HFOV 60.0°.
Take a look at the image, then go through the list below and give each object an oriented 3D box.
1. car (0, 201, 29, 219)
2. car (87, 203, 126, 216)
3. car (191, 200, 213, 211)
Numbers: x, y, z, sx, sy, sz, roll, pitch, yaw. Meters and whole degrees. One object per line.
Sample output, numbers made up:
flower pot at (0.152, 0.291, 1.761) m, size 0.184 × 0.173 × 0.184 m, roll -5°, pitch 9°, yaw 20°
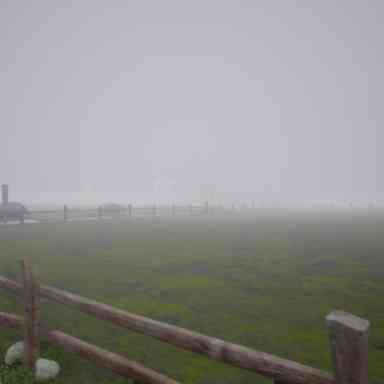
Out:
car at (-16.915, 1.634, 29.229) m, size 2.097 × 1.767 × 4.553 m, roll -1°, pitch -1°, yaw 35°
car at (-9.966, 1.989, 39.023) m, size 2.128 × 1.511 × 4.902 m, roll -1°, pitch -1°, yaw 35°
car at (1.625, 2.206, 55.260) m, size 2.097 × 1.767 × 4.553 m, roll -1°, pitch -1°, yaw 36°
